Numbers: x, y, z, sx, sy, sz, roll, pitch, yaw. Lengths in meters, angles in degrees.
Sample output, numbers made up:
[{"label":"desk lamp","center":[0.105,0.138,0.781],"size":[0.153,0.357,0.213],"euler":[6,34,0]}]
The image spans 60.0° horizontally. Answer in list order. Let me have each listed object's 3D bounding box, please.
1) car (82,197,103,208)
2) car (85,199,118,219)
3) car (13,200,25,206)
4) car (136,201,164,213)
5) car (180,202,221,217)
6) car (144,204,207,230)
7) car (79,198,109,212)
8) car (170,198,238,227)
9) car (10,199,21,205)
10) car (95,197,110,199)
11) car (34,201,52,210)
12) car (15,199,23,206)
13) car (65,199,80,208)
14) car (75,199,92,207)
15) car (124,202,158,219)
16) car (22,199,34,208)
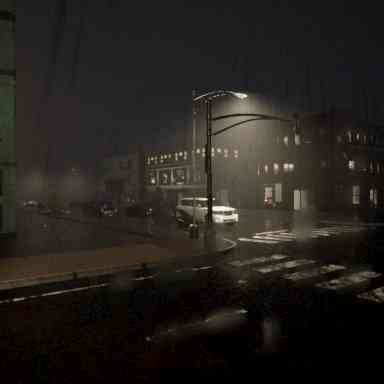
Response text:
[{"label":"car","center":[-18.519,1.940,61.963],"size":[2.192,1.841,5.009],"euler":[-1,0,-36]},{"label":"car","center":[-9.237,1.846,34.574],"size":[1.967,1.590,4.097],"euler":[-1,0,-36]},{"label":"car","center":[-41.425,2.547,79.603],"size":[2.008,1.369,4.403],"euler":[-1,0,-36]},{"label":"car","center":[-5.636,1.966,43.952],"size":[1.802,1.307,4.206],"euler":[-2,0,-36]},{"label":"car","center":[0.801,1.810,34.947],"size":[2.008,1.369,4.403],"euler":[-2,0,-36]},{"label":"car","center":[-1.262,1.815,23.215],"size":[1.947,1.339,4.313],"euler":[-2,0,-36]},{"label":"car","center":[-13.020,1.972,44.379],"size":[1.882,1.535,5.008],"euler":[-1,1,-35]},{"label":"car","center":[0.956,1.443,24.784],"size":[2.150,2.045,5.566],"euler":[-1,0,-35]},{"label":"car","center":[-44.644,2.598,84.104],"size":[1.887,1.381,4.507],"euler":[-1,0,-36]},{"label":"car","center":[-15.393,2.032,53.157],"size":[1.882,1.535,5.008],"euler":[-1,0,-35]},{"label":"car","center":[-25.231,2.233,56.950],"size":[1.752,1.417,4.829],"euler":[-1,0,-36]},{"label":"car","center":[-38.208,2.380,75.099],"size":[1.967,1.590,4.097],"euler":[-1,0,-36]},{"label":"car","center":[-21.453,2.230,61.637],"size":[1.994,1.385,4.181],"euler":[-1,0,-36]},{"label":"car","center":[-21.733,2.227,66.466],"size":[1.887,1.381,4.507],"euler":[-1,0,-36]},{"label":"car","center":[-4.995,1.886,33.112],"size":[2.033,1.411,5.357],"euler":[-1,0,-36]},{"label":"car","center":[-31.768,2.376,66.094],"size":[2.008,1.369,4.403],"euler":[-1,0,-36]}]
